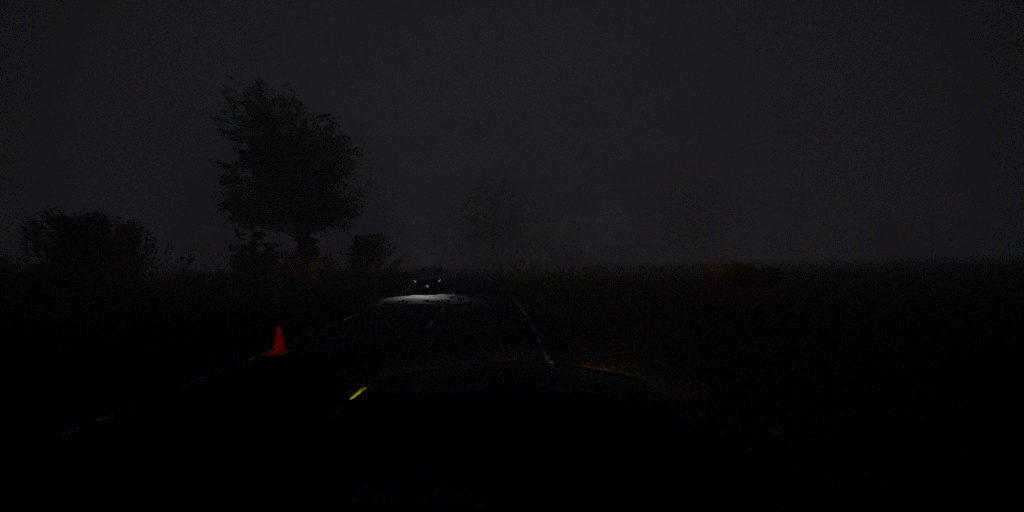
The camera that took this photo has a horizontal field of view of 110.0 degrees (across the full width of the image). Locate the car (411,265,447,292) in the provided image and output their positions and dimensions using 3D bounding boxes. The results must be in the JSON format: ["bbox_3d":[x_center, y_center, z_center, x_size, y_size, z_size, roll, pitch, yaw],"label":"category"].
[{"bbox_3d":[-5.065,1.305,22.564,2.033,1.411,5.357,-1,0,-8],"label":"car"}]

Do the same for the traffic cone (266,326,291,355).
[{"bbox_3d":[-5.022,1.797,7.732,0.340,0.580,0.340,0,0,-2],"label":"traffic cone"}]
